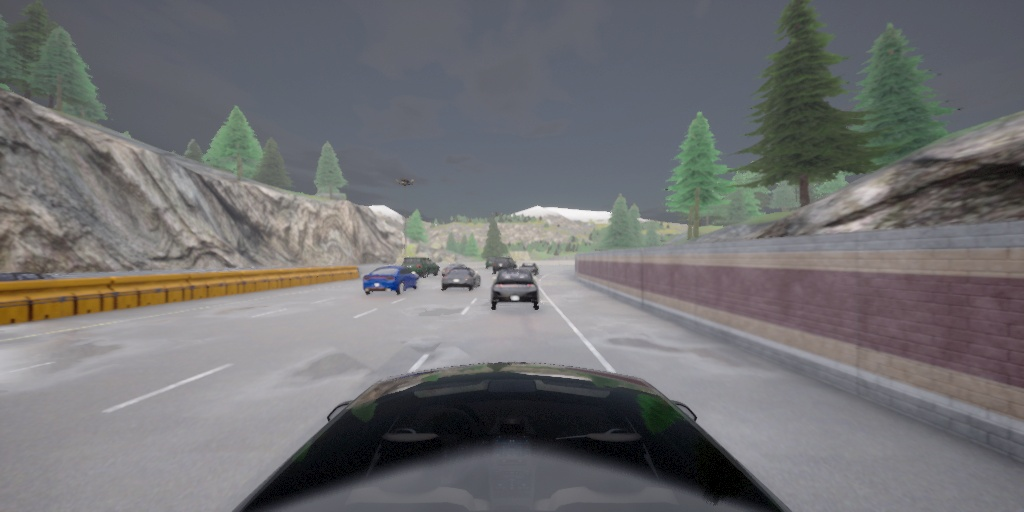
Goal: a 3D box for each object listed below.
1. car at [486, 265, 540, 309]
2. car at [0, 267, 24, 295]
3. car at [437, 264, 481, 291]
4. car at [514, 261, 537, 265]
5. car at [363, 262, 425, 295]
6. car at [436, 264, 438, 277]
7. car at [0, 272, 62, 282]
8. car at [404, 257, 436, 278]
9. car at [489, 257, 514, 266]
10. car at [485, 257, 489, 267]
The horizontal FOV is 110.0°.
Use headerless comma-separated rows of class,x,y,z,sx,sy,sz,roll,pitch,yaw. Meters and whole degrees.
car,0.115,1.308,15.307,2.128,1.511,4.902,0,0,0
car,-28.007,1.336,17.447,1.837,1.490,4.892,0,0,1
car,-3.195,1.419,23.186,1.994,1.385,4.181,0,0,3
car,1.944,1.422,38.980,2.128,1.511,4.902,0,0,9
car,-6.818,1.321,20.755,1.882,1.535,5.008,0,0,2
car,-5.537,1.466,36.491,2.033,1.411,5.357,0,0,8
car,-21.048,1.363,14.584,2.033,1.411,5.357,0,0,0
car,-9.145,1.138,36.232,2.150,2.045,5.566,0,0,8
car,-0.801,1.175,43.527,2.150,2.045,5.566,0,0,11
car,-2.810,1.262,63.205,2.150,2.045,5.566,0,-1,20
